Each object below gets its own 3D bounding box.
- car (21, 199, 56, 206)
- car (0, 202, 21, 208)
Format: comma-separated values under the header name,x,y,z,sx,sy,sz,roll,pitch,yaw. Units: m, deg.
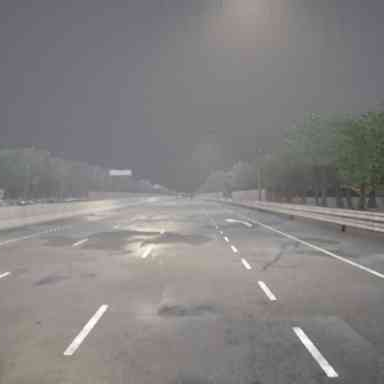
name,x,y,z,sx,sy,sz,roll,pitch,yaw
car,-17.636,1.671,39.113,2.097,1.767,4.553,0,0,0
car,-21.134,1.886,39.261,1.994,1.385,4.181,0,-1,0
